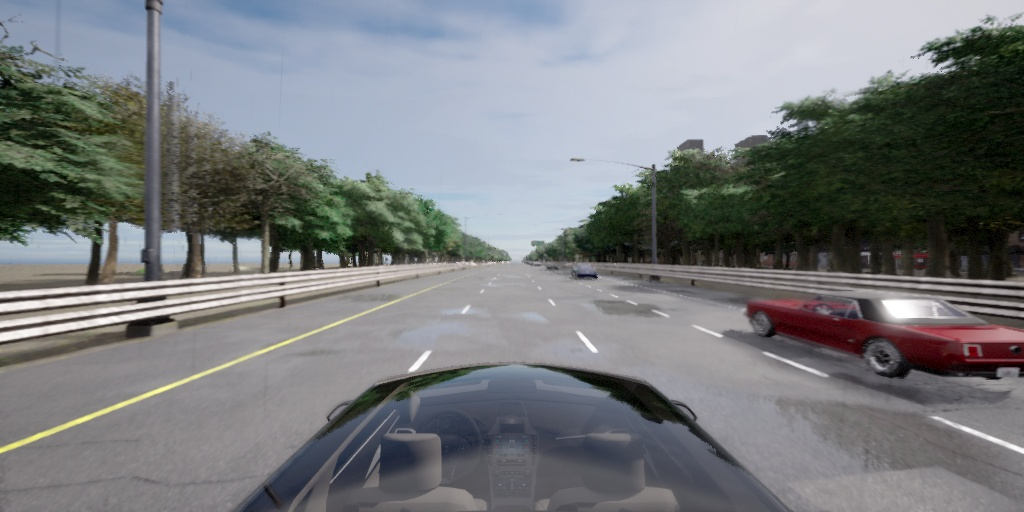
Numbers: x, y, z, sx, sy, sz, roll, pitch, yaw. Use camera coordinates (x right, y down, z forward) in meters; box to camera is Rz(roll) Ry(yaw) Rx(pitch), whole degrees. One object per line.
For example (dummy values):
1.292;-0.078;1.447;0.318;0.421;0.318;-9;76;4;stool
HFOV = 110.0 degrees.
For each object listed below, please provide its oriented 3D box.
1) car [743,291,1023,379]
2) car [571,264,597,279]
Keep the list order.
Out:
7.002;1.367;7.276;1.895;1.301;4.718;0;0;0;car
7.065;1.505;35.531;1.994;1.385;4.181;0;-1;0;car
